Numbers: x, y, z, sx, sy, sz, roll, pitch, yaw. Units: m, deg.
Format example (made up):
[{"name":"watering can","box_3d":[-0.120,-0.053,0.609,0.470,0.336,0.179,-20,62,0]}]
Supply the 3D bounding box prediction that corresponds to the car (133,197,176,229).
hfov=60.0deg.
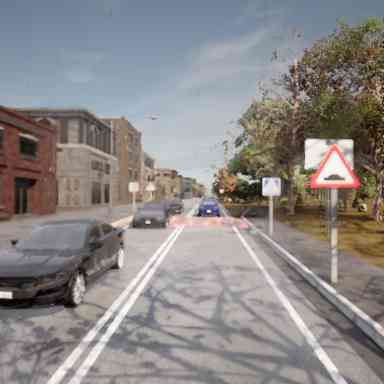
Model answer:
[{"name":"car","box_3d":[-2.383,1.339,20.708,1.994,1.385,4.181,0,5,3]}]

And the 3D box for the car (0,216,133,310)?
[{"name":"car","box_3d":[-3.008,1.428,8.064,1.882,1.535,5.008,0,1,3]}]

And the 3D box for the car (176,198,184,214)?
[{"name":"car","box_3d":[-1.789,1.309,32.207,1.837,1.490,4.892,0,0,3]}]

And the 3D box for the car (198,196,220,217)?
[{"name":"car","box_3d":[1.502,1.382,29.462,1.812,1.442,4.674,0,1,3]}]
